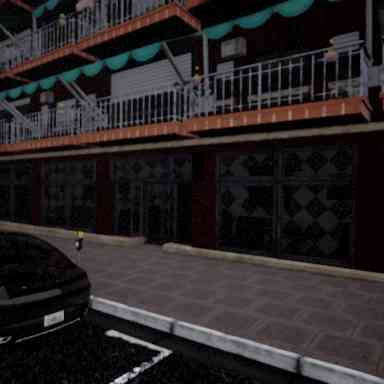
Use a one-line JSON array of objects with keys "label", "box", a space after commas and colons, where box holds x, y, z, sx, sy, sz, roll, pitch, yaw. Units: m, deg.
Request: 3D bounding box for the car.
[{"label": "car", "box": [-3.877, 1.488, 5.980, 4.892, 1.490, 1.837, 0, 0, 35]}]
